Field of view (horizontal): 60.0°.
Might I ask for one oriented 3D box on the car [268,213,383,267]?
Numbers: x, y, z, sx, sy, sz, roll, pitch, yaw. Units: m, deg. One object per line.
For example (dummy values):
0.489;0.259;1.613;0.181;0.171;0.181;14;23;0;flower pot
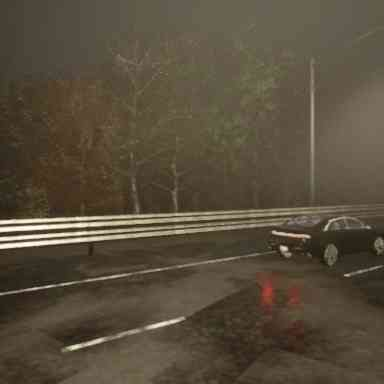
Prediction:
4.762;1.492;11.412;4.902;1.511;2.128;0;0;-35;car
